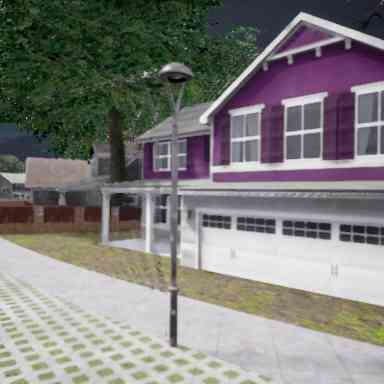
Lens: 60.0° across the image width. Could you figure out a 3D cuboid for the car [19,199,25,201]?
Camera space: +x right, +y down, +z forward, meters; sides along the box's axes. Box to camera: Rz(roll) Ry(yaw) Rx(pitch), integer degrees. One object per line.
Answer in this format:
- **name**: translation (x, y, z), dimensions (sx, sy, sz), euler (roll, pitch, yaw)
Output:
- **car**: translation (-32.481, 2.137, 63.310), dimensions (1.882, 1.535, 5.008), euler (1, -1, 3)
